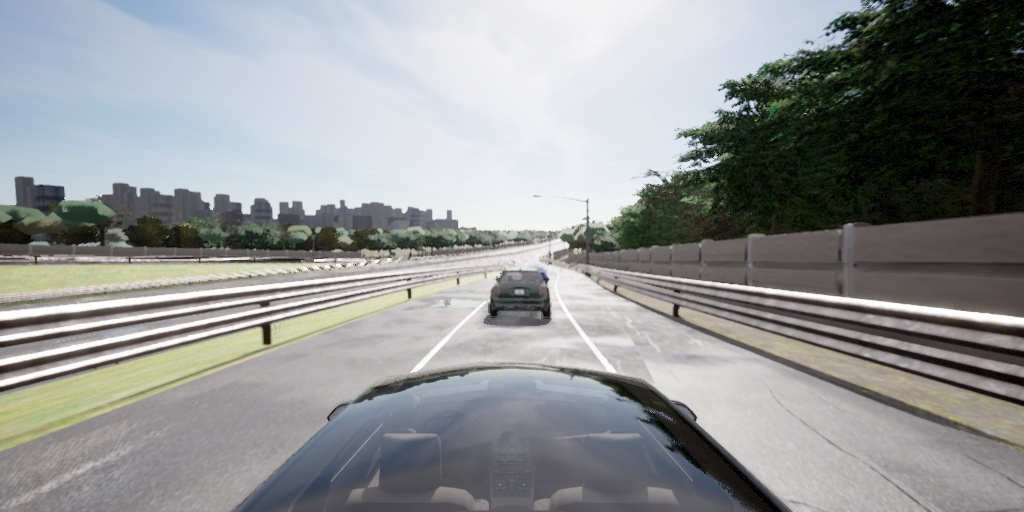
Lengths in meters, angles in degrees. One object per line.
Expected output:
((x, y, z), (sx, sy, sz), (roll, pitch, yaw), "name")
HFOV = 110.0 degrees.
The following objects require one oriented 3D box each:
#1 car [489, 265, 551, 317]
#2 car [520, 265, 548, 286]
((0.396, 1.231, 13.967), (2.097, 1.767, 4.553), (0, -1, 4), "car")
((1.911, 1.527, 29.670), (1.882, 1.535, 5.008), (0, 0, 8), "car")
